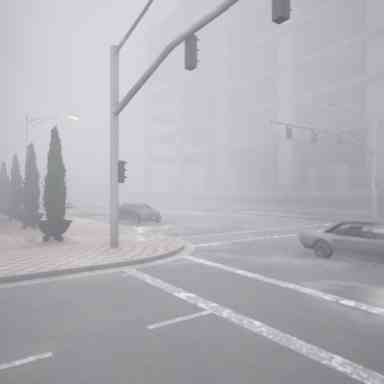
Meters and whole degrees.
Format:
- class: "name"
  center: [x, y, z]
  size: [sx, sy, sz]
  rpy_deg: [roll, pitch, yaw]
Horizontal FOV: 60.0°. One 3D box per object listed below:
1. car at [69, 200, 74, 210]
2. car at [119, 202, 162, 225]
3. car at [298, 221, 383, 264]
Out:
- class: "car"
  center: [-17.096, 1.427, 43.764]
  size: [2.097, 1.767, 4.553]
  rpy_deg: [0, 0, -35]
- class: "car"
  center: [-4.041, 1.579, 25.038]
  size: [1.837, 1.490, 4.892]
  rpy_deg: [0, 0, -35]
- class: "car"
  center: [5.945, 1.643, 10.758]
  size: [1.895, 1.301, 4.718]
  rpy_deg: [0, 0, -35]
